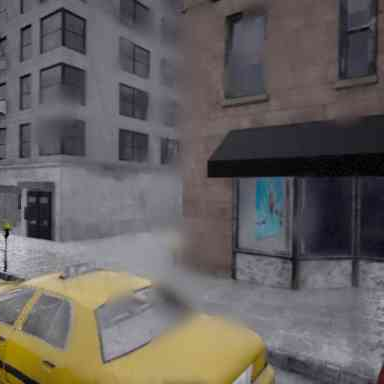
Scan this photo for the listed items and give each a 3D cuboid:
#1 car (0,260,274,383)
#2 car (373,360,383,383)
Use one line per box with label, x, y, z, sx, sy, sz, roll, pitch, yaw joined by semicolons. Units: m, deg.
car;-1.505;1.519;4.024;4.829;1.417;1.752;0;1;36
car;3.114;1.320;0.727;5.009;1.841;2.192;0;1;36
